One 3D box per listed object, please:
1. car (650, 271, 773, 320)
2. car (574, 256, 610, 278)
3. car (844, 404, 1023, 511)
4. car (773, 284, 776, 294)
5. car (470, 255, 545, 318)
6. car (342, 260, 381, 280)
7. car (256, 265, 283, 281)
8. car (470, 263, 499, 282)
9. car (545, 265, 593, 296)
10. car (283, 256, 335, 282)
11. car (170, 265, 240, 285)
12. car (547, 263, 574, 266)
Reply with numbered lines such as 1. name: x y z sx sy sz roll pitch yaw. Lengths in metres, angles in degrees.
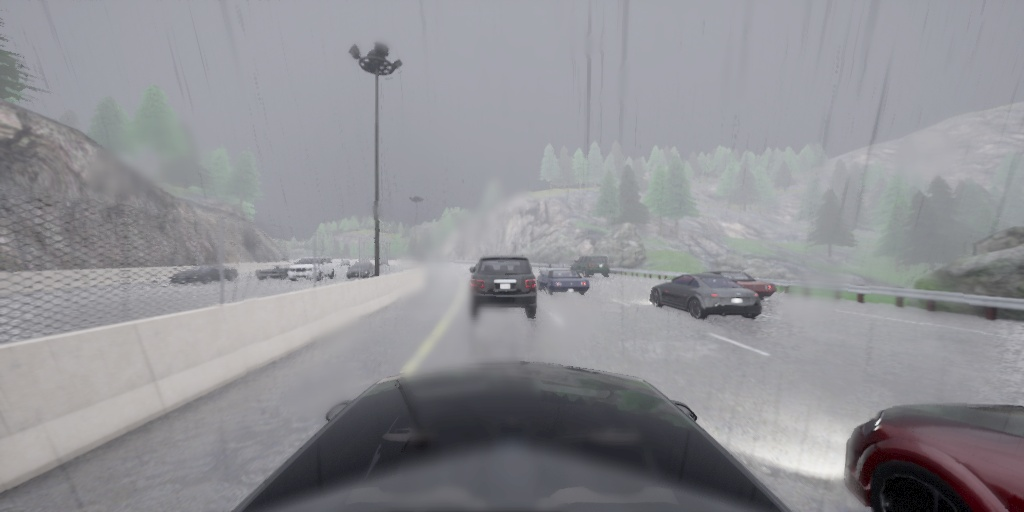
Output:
1. car: 6.630 1.318 12.764 1.994 1.385 4.181 0 0 -4
2. car: 7.534 1.010 34.858 2.150 2.045 5.566 0 0 -10
3. car: 3.514 1.305 0.960 1.994 1.385 4.181 0 0 0
4. car: 9.851 1.355 17.100 1.895 1.301 4.718 0 0 -5
5. car: -0.377 0.992 13.200 2.150 2.045 5.566 0 0 -4
6. car: -13.606 1.337 32.654 1.837 1.490 4.892 0 0 -11
7. car: -20.544 1.447 31.794 1.895 1.301 4.718 0 0 -11
8. car: -2.522 1.353 31.540 2.033 1.411 5.357 0 0 -10
9. car: 2.612 1.375 19.441 1.895 1.301 4.718 0 0 -6
10. car: -16.720 1.057 30.277 2.150 2.045 5.566 0 0 -10
11. car: -23.349 1.393 27.639 2.033 1.411 5.357 0 0 -9
12. car: 4.043 1.397 34.495 1.895 1.301 4.718 0 0 -10
